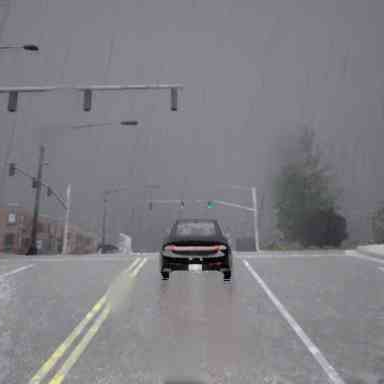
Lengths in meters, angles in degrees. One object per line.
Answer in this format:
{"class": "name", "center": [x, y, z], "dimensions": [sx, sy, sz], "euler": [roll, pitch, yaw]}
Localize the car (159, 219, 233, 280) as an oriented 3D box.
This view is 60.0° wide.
{"class": "car", "center": [0.160, 1.561, 10.132], "dimensions": [2.128, 1.511, 4.902], "euler": [-1, -1, 2]}
